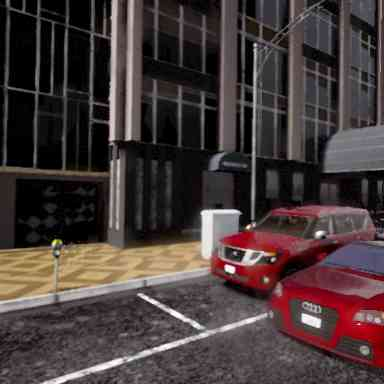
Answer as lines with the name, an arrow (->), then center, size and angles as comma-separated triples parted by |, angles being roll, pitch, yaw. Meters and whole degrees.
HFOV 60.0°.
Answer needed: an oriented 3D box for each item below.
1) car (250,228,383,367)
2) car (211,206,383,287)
car -> 3.249, 1.576, 5.704 | 4.181, 1.385, 1.994 | 0, 0, -36
car -> 2.862, 1.330, 8.549 | 5.009, 1.841, 2.192 | 0, 1, -36
